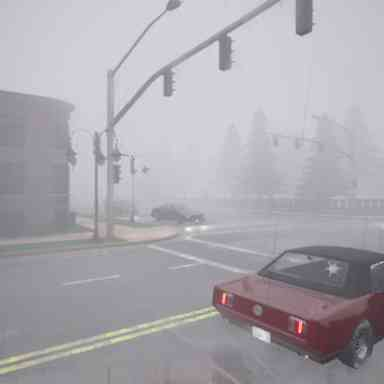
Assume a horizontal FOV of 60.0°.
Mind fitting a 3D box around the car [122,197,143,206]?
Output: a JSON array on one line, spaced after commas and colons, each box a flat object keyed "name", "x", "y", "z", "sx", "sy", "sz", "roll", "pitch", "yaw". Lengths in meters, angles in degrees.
[{"name": "car", "x": -10.135, "y": 1.560, "z": 56.218, "sx": 1.812, "sy": 1.442, "sz": 4.674, "roll": 0, "pitch": 0, "yaw": -35}]

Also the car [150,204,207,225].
[{"name": "car", "x": -1.160, "y": 1.567, "z": 24.619, "sx": 2.033, "sy": 1.411, "sz": 5.357, "roll": 0, "pitch": 0, "yaw": -35}]

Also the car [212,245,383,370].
[{"name": "car", "x": 2.697, "y": 1.609, "z": 5.743, "sx": 4.718, "sy": 1.301, "sz": 1.895, "roll": 0, "pitch": 0, "yaw": -37}]

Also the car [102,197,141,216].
[{"name": "car", "x": -7.059, "y": 1.510, "z": 33.109, "sx": 2.128, "sy": 1.511, "sz": 4.902, "roll": 0, "pitch": 0, "yaw": -35}]
